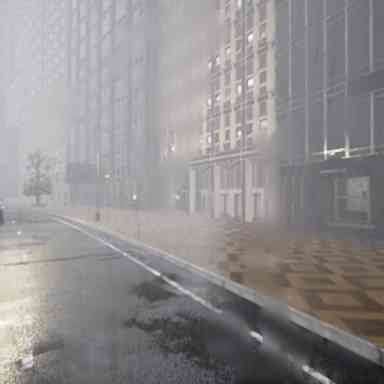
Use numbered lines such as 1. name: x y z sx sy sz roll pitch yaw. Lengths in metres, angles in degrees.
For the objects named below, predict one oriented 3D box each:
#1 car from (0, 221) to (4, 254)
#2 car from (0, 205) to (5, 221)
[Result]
1. car: -5.375 1.567 7.336 1.895 1.301 4.718 1 0 -27
2. car: -14.278 1.409 23.337 1.882 1.535 5.008 1 0 -31
